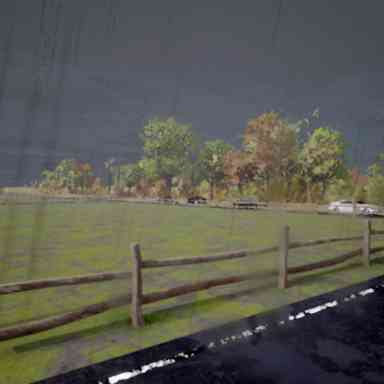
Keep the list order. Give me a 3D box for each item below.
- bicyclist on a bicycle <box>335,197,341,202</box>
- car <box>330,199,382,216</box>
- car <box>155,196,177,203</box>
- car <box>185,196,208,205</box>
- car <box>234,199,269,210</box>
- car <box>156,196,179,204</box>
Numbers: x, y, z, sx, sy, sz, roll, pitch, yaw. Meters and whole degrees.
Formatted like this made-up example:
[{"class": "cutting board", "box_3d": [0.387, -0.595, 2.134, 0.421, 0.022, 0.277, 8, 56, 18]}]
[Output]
[{"class": "bicyclist on a bicycle", "box_3d": [17.184, 1.347, 39.226, 1.656, 1.620, 0.582, -1, 0, -35]}, {"class": "car", "box_3d": [15.342, 1.432, 31.363, 1.812, 1.442, 4.674, 0, 0, -35]}, {"class": "car", "box_3d": [-5.240, 1.456, 66.321, 2.033, 1.411, 5.357, 0, 0, -35]}, {"class": "car", "box_3d": [0.684, 1.391, 57.793, 1.882, 1.535, 5.008, 0, 0, -34]}, {"class": "car", "box_3d": [7.547, 1.521, 42.702, 1.895, 1.301, 4.718, 0, 0, -34]}, {"class": "car", "box_3d": [-4.077, 1.448, 59.771, 1.812, 1.442, 4.674, 0, 0, -34]}]
